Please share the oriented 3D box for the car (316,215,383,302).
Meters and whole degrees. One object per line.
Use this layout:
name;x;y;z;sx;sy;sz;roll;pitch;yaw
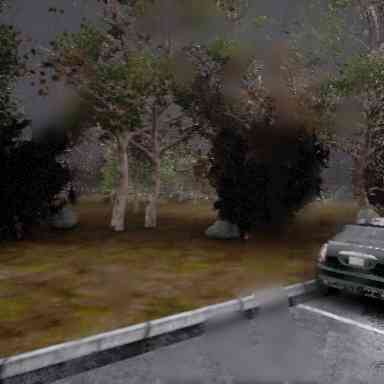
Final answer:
car;4.956;1.361;7.596;4.553;1.767;2.185;0;0;-33
